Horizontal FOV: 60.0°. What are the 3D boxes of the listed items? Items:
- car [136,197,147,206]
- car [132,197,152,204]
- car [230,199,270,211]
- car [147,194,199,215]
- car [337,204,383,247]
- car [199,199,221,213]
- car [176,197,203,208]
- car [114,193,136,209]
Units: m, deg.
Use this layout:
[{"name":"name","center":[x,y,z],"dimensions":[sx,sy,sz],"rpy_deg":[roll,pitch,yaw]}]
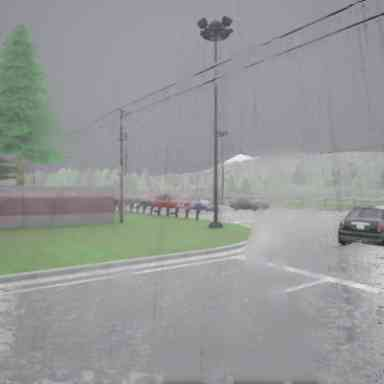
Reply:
[{"name":"car","center":[-5.150,1.457,44.436],"dimensions":[1.882,1.535,5.008],"rpy_deg":[0,0,-36]},{"name":"car","center":[-9.366,1.574,62.312],"dimensions":[1.895,1.301,4.718],"rpy_deg":[0,0,-35]},{"name":"car","center":[6.829,1.520,39.817],"dimensions":[2.033,1.411,5.357],"rpy_deg":[0,0,-36]},{"name":"car","center":[-2.024,1.205,34.131],"dimensions":[2.150,2.045,5.566],"rpy_deg":[0,0,-36]},{"name":"car","center":[8.105,1.338,13.826],"dimensions":[4.553,1.767,2.097],"rpy_deg":[0,0,-35]},{"name":"car","center":[1.122,1.505,35.760],"dimensions":[1.812,1.442,4.674],"rpy_deg":[0,0,-36]},{"name":"car","center":[-0.392,1.537,49.812],"dimensions":[1.994,1.385,4.181],"rpy_deg":[0,0,-36]},{"name":"car","center":[-9.518,1.202,44.500],"dimensions":[2.150,2.045,5.566],"rpy_deg":[0,0,-36]}]
